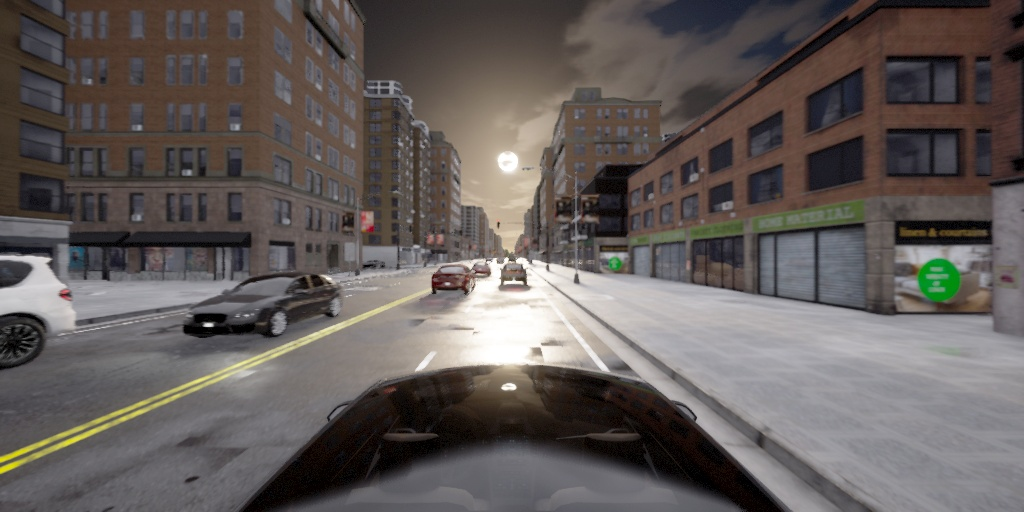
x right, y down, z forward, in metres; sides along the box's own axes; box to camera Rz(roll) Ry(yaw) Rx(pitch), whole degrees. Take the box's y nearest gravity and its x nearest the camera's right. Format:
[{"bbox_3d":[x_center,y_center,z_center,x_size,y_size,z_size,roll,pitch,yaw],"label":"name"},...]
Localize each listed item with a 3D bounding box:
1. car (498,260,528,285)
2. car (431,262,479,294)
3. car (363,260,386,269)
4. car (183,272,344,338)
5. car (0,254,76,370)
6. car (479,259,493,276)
[{"bbox_3d":[0.106,1.232,25.553,1.837,1.490,4.892,0,0,0],"label":"car"},{"bbox_3d":[-3.146,1.210,19.958,1.882,1.535,5.008,0,0,0],"label":"car"},{"bbox_3d":[-22.140,1.290,56.834,4.313,1.339,1.948,0,0,0],"label":"car"},{"bbox_3d":[-6.599,1.246,10.221,1.837,1.490,4.892,0,0,0],"label":"car"},{"bbox_3d":[-9.852,0.968,4.811,2.150,2.045,5.566,0,0,0],"label":"car"},{"bbox_3d":[-3.141,1.281,37.050,1.994,1.385,4.181,0,0,0],"label":"car"}]
